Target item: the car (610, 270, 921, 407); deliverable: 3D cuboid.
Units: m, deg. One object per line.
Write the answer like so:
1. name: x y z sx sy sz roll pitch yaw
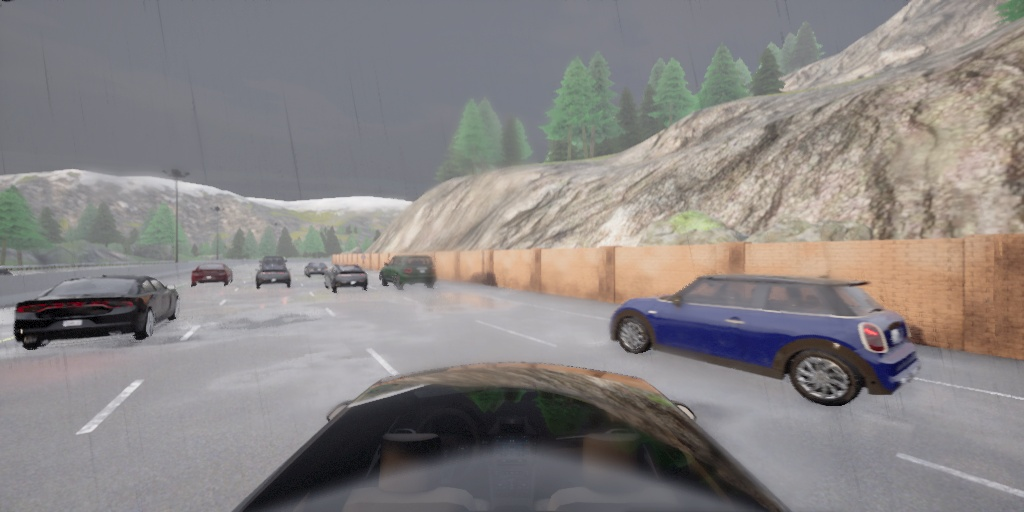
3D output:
1. car: 4.054 1.102 6.654 2.097 1.767 4.553 0 0 -34

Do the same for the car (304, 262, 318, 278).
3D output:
1. car: -19.108 1.309 35.003 2.033 1.411 5.357 0 0 -34

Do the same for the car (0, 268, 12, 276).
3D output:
1. car: -30.184 1.248 19.772 2.128 1.511 4.902 0 0 -34

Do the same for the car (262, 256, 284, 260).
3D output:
1. car: -23.886 0.984 35.860 2.150 2.045 5.566 0 0 -34

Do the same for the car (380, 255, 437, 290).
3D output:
1. car: -6.624 0.979 22.640 2.150 2.045 5.566 0 0 -34

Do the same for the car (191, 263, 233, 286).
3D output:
1. car: -20.992 1.236 25.234 1.882 1.535 5.008 0 0 -34

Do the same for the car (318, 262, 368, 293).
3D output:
1. car: -9.838 1.245 21.147 2.128 1.511 4.902 0 0 -34

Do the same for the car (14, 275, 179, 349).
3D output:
1. car: -10.433 1.230 9.446 1.882 1.535 5.008 0 0 -34

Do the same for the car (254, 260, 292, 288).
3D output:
1. car: -15.792 1.250 23.752 2.128 1.511 4.902 0 0 -34
